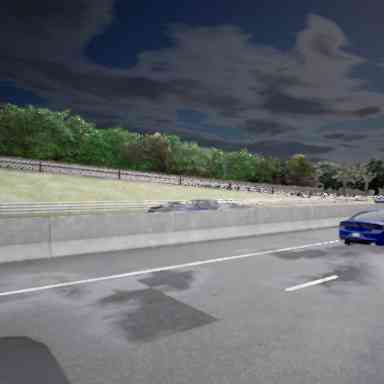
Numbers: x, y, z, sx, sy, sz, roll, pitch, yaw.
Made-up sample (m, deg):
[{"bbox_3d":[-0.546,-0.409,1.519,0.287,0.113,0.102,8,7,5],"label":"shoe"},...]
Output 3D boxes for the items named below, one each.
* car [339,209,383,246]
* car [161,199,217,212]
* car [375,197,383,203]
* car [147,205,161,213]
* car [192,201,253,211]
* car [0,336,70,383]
[{"bbox_3d":[8.237,1.476,14.108,5.008,1.535,1.882,0,0,-36],"label":"car"},{"bbox_3d":[0.310,1.356,25.900,4.553,1.767,2.097,0,0,-36],"label":"car"},{"bbox_3d":[30.737,1.431,52.440,5.008,1.535,1.882,0,0,-36],"label":"car"},{"bbox_3d":[-1.767,1.570,28.715,4.181,1.385,1.994,0,0,-36],"label":"car"},{"bbox_3d":[2.587,1.528,23.229,4.674,1.442,1.812,0,0,-36],"label":"car"},{"bbox_3d":[-3.264,1.549,1.428,5.357,1.411,2.033,0,0,-35],"label":"car"}]
